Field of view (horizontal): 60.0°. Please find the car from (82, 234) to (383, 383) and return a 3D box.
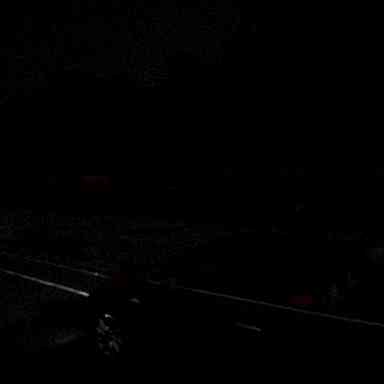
[{"bbox_3d":[0.656,1.340,4.289,4.553,1.767,2.097,0,0,35],"label":"car"}]
